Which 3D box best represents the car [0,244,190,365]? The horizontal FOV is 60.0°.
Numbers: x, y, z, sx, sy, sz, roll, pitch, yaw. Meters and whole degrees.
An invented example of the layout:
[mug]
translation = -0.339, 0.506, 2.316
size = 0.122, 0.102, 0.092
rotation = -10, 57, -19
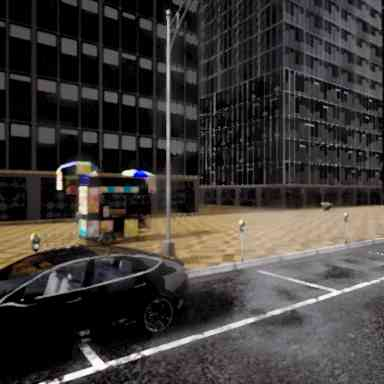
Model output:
[car]
translation = -2.024, 1.566, 5.115
size = 4.313, 1.339, 1.947
rotation = 0, 0, -35
